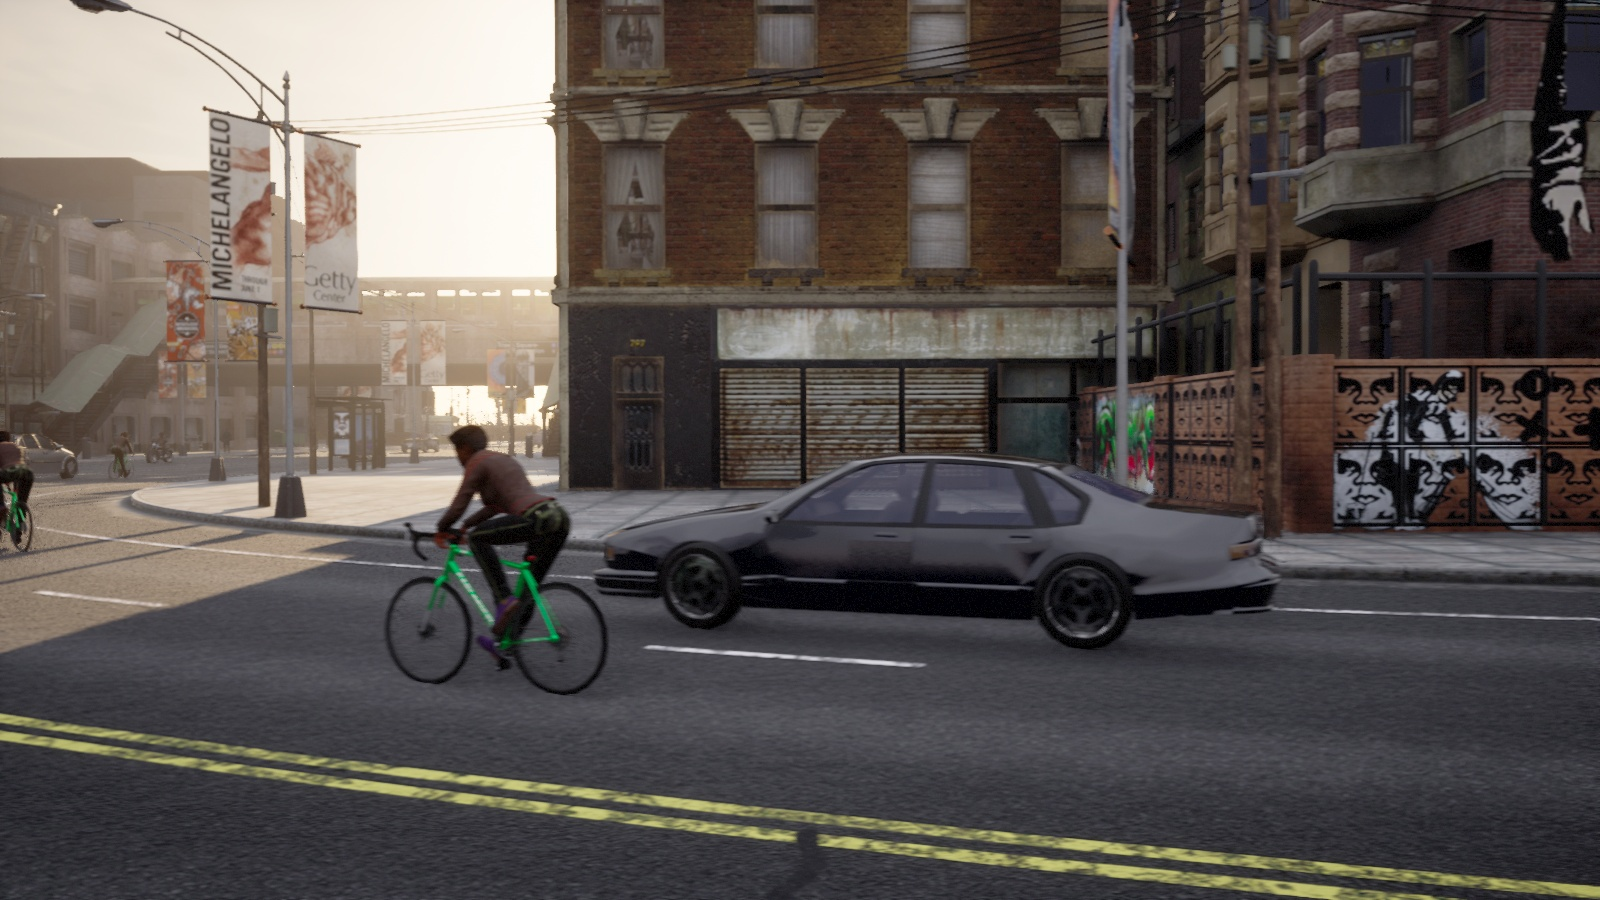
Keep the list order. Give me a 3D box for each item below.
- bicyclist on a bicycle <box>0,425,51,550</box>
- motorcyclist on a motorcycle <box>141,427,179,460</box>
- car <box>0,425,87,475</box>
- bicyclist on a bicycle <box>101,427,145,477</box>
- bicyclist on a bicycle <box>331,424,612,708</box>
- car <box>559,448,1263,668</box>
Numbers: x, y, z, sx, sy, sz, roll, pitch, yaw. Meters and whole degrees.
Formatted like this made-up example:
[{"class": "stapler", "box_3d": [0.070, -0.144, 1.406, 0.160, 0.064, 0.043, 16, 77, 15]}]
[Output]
[{"class": "bicyclist on a bicycle", "box_3d": [-10.808, 0.478, 17.019, 1.656, 1.620, 0.582, 1, 1, 38]}, {"class": "motorcyclist on a motorcycle", "box_3d": [-33.027, -0.339, 64.815, 0.766, 1.649, 2.350, 0, 1, 0]}, {"class": "car", "box_3d": [-26.113, -0.024, 42.433, 1.851, 1.617, 3.988, 0, 1, -2]}, {"class": "bicyclist on a bicycle", "box_3d": [-22.568, 0.053, 41.890, 0.582, 1.620, 1.656, 0, 1, -2]}, {"class": "bicyclist on a bicycle", "box_3d": [-2.025, 0.654, 7.732, 1.656, 1.620, 0.582, 0, 0, 23]}, {"class": "car", "box_3d": [0.909, 0.722, 10.270, 5.357, 1.411, 2.033, 1, 1, 19]}]
